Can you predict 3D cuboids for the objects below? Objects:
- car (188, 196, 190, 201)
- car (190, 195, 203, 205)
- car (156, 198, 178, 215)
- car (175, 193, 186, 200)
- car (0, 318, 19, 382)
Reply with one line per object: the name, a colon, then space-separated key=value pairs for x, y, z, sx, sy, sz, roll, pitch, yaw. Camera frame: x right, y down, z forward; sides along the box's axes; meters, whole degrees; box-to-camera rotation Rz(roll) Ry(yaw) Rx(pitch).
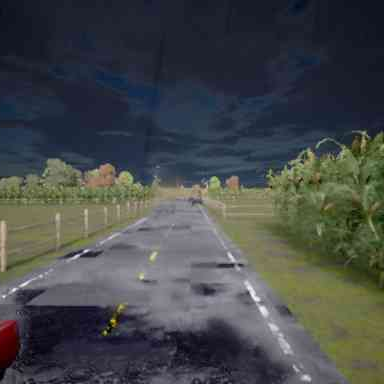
car: x=0.025 y=1.650 z=84.049 sx=1.812 sy=1.442 sz=4.674 roll=0 pitch=0 yaw=0
car: x=0.981 y=1.758 z=65.407 sx=1.837 sy=1.490 sz=4.892 roll=0 pitch=0 yaw=0
car: x=-2.835 y=1.700 z=36.820 sx=2.033 sy=1.411 sz=5.357 roll=0 pitch=0 yaw=0
car: x=-2.727 y=1.212 z=79.097 sx=2.150 sy=2.045 sz=5.566 roll=0 pitch=0 yaw=0
car: x=-2.843 y=1.608 z=1.439 sx=1.895 sy=1.301 sz=4.718 roll=0 pitch=0 yaw=0
